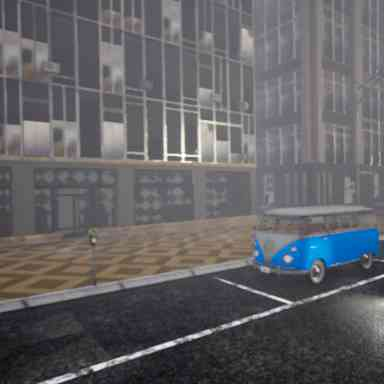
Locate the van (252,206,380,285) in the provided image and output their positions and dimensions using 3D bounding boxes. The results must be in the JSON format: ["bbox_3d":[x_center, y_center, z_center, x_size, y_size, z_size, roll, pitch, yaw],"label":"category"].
[{"bbox_3d":[3.422,1.283,9.018,3.998,1.788,1.690,-1,-1,-35],"label":"van"}]
